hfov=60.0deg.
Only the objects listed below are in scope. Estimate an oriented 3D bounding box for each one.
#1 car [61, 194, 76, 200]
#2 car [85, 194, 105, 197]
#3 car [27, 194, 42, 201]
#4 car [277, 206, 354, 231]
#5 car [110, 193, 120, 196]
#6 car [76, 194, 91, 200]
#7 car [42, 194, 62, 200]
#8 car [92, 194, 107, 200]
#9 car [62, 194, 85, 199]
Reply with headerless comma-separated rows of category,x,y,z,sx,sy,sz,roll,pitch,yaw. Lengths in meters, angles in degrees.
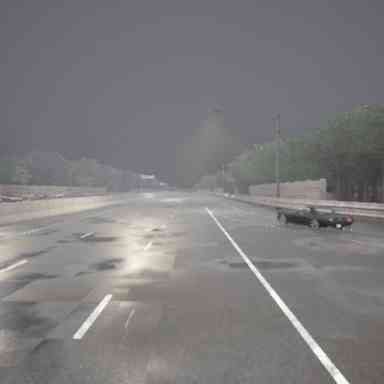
car,-28.007,1.130,75.443,1.994,1.385,4.181,0,0,0
car,-17.490,1.160,60.835,1.837,1.490,4.892,0,0,0
car,-27.975,1.161,60.156,2.128,1.511,4.902,0,0,0
car,7.097,1.501,19.838,1.895,1.301,4.718,0,1,-20
car,-17.510,1.074,76.435,1.837,1.490,4.892,0,0,0
car,-24.506,1.174,75.315,1.895,1.301,4.718,0,0,0
car,-24.491,1.226,59.571,1.994,1.385,4.181,0,0,1
car,-21.008,1.117,75.796,2.033,1.411,5.357,0,0,0
car,-20.982,1.208,60.077,2.033,1.411,5.357,0,0,0
